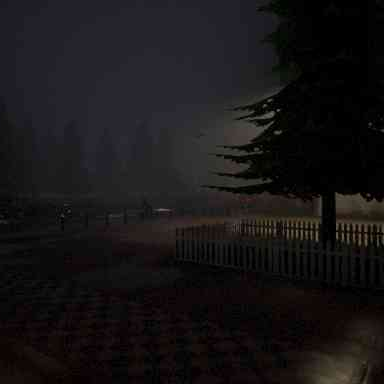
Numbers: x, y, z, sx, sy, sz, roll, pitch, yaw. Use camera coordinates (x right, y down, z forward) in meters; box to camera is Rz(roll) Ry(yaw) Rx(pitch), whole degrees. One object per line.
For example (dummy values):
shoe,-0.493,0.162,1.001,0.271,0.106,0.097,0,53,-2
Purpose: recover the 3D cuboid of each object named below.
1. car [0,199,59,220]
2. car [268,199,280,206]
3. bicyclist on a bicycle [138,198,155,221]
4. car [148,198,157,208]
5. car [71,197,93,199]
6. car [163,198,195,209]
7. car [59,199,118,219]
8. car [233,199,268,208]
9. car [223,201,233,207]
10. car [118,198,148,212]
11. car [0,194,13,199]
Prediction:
car,-13.668,1.547,28.831,2.033,1.411,5.357,0,0,35
car,14.335,1.547,55.724,2.033,1.411,5.357,0,0,36
bicyclist on a bicycle,-3.363,1.302,24.363,1.656,1.620,0.582,0,0,35
car,-6.608,1.526,44.753,1.812,1.442,4.674,0,0,36
car,-12.554,1.352,36.419,2.097,1.767,4.553,0,0,36
car,-1.653,1.547,45.656,2.033,1.411,5.357,0,0,36
car,-8.966,1.564,29.072,1.994,1.385,4.181,0,0,36
car,8.425,1.221,47.423,2.150,2.045,5.566,0,0,36
car,6.490,1.564,50.799,1.994,1.385,4.181,0,0,36
car,-7.822,1.547,37.028,2.033,1.411,5.357,0,0,35
car,-18.155,1.222,28.566,2.150,2.045,5.566,0,0,35
